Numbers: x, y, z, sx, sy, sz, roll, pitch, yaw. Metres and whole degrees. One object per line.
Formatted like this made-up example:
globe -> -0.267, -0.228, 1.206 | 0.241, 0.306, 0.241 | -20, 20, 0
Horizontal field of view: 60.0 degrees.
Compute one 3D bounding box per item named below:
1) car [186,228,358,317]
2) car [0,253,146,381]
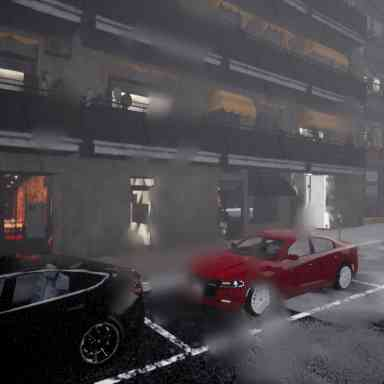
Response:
car -> 1.944, 1.546, 7.476 | 4.507, 1.381, 1.887 | 0, 1, -35
car -> -2.673, 1.566, 4.184 | 4.313, 1.339, 1.947 | 0, 1, -35
